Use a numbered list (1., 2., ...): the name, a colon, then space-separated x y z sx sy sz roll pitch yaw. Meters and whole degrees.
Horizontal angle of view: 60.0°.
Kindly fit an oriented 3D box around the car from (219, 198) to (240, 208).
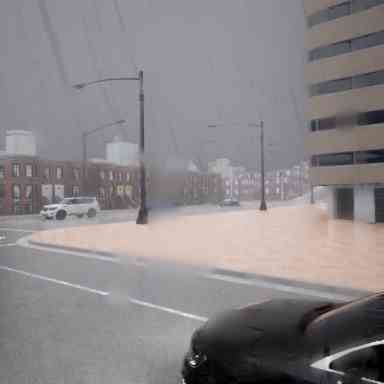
1. car: 6.328 1.816 55.627 1.812 1.442 4.674 -1 -1 37

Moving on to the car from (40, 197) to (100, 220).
1. car: -11.510 1.528 31.866 2.150 2.045 5.566 -1 -1 37

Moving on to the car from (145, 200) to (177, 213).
1. car: -3.918 1.778 42.011 1.882 1.535 5.008 -1 -1 37

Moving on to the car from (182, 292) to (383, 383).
1. car: 2.159 1.506 2.453 4.892 1.490 1.837 0 0 35
